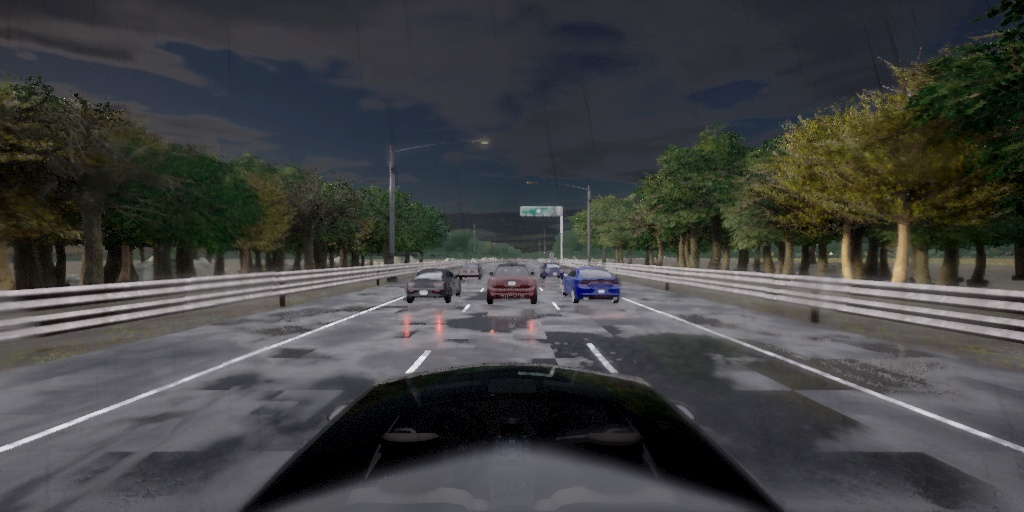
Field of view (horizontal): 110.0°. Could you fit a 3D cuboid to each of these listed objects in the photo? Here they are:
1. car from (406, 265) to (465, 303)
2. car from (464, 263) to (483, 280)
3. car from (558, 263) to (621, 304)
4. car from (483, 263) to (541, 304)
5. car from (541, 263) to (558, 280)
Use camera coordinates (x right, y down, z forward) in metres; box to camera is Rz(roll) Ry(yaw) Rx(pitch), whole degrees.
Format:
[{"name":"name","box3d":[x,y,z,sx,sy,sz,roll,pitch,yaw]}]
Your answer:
[{"name":"car","box3d":[-3.500,1.285,16.500,1.812,1.442,4.674,0,0,0]},{"name":"car","box3d":[-3.500,1.330,31.500,2.033,1.411,5.357,0,0,0]},{"name":"car","box3d":[3.500,1.237,16.500,1.882,1.535,5.008,0,0,0]},{"name":"car","box3d":[0.000,1.119,16.471,2.097,1.767,4.553,0,0,0]},{"name":"car","box3d":[3.500,1.300,31.500,1.812,1.442,4.674,0,0,0]}]
